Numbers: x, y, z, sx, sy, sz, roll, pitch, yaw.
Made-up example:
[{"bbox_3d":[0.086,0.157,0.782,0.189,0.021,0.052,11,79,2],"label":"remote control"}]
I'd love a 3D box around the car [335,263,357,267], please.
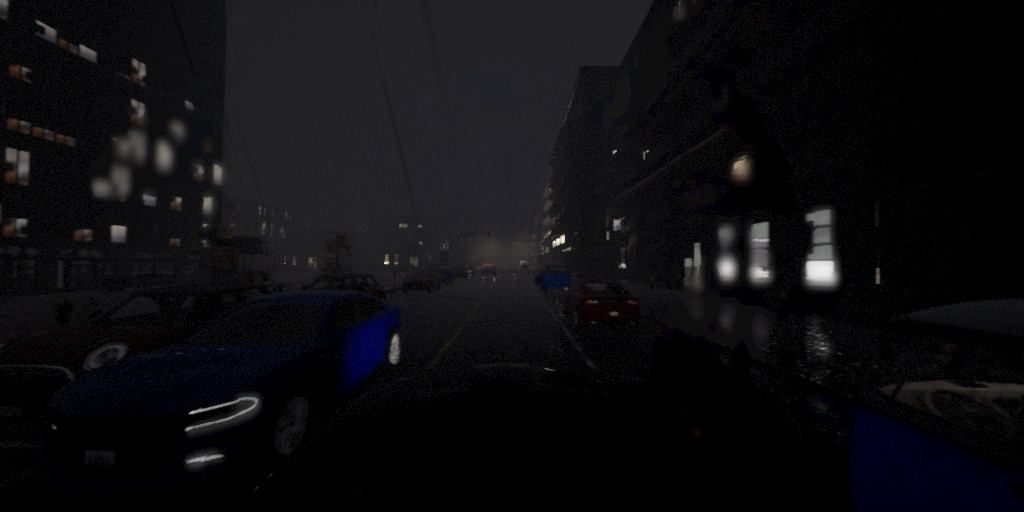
[{"bbox_3d":[-26.374,1.888,57.296,4.097,1.591,1.967,0,0,1],"label":"car"}]

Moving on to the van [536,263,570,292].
[{"bbox_3d":[2.692,1.347,22.989,1.690,1.789,3.998,0,0,0],"label":"van"}]

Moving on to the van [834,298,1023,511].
[{"bbox_3d":[2.692,1.075,0.404,1.690,1.789,3.998,0,0,0],"label":"van"}]

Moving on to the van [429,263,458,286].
[{"bbox_3d":[-5.657,1.413,28.601,1.690,1.789,3.998,0,0,0],"label":"van"}]

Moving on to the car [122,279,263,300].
[{"bbox_3d":[-5.662,1.243,6.019,1.967,1.591,4.097,0,0,0],"label":"car"}]

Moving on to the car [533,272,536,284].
[{"bbox_3d":[2.691,1.638,28.635,1.948,1.339,4.313,0,0,0],"label":"car"}]

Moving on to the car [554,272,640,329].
[{"bbox_3d":[2.692,1.417,11.698,1.888,1.381,4.507,0,0,0],"label":"car"}]

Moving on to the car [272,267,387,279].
[{"bbox_3d":[-5.656,1.311,11.665,1.967,1.591,4.097,0,0,0],"label":"car"}]

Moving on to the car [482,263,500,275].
[{"bbox_3d":[-3.001,1.949,49.024,1.895,1.301,4.718,0,-1,0],"label":"car"}]

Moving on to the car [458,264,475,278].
[{"bbox_3d":[-5.657,1.641,39.893,1.967,1.591,4.097,0,0,0],"label":"car"}]

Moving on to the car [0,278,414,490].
[{"bbox_3d":[-3.099,1.270,5.193,1.882,1.535,5.008,0,-1,0],"label":"car"}]

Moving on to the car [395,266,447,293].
[{"bbox_3d":[-5.656,1.551,22.955,1.888,1.381,4.507,0,0,0],"label":"car"}]
